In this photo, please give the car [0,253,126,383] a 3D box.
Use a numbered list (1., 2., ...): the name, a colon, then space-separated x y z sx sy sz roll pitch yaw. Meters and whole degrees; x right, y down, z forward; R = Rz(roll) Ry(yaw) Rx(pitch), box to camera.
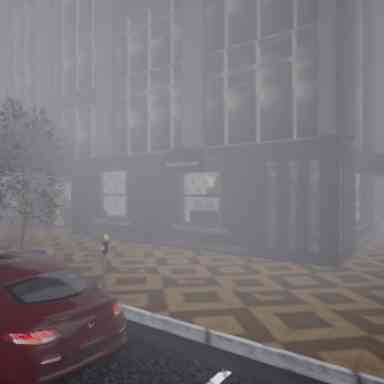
1. car: -2.771 1.572 4.851 4.206 1.307 1.802 0 0 35
